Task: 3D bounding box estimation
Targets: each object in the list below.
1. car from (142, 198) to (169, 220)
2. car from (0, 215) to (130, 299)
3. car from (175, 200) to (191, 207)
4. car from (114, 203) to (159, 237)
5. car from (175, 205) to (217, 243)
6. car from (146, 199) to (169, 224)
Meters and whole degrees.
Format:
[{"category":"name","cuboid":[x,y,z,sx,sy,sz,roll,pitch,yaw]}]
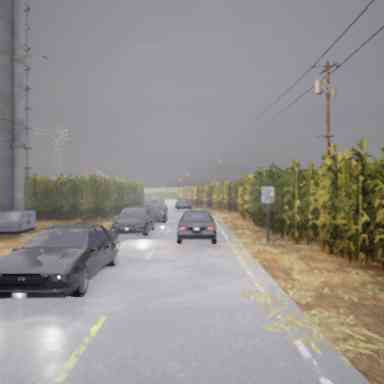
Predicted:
[{"category":"car","cuboid":[-3.257,1.477,30.571,2.097,1.767,4.553,0,0,-2]},{"category":"car","cuboid":[-3.267,1.589,8.957,2.033,1.411,5.357,0,0,0]},{"category":"car","cuboid":[-1.269,1.740,46.177,1.994,1.385,4.181,0,0,-7]},{"category":"car","cuboid":[-3.178,1.583,18.762,1.837,1.490,4.892,0,0,0]},{"category":"car","cuboid":[0.236,1.609,16.424,2.033,1.411,5.357,0,0,1]},{"category":"car","cuboid":[-2.985,1.510,26.026,2.097,1.767,4.553,0,0,-1]}]
